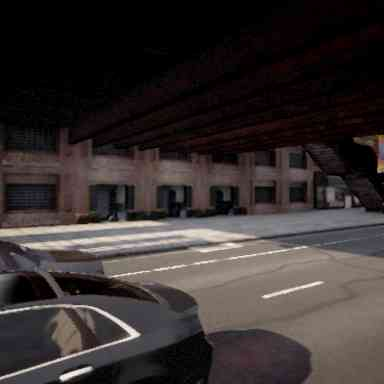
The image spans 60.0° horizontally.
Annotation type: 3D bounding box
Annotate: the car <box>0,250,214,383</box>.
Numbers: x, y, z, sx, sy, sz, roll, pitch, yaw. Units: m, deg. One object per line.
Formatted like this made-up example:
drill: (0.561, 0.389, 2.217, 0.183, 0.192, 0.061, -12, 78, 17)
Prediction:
car: (-2.065, 1.505, 2.503, 4.892, 1.490, 1.837, 0, 0, -35)

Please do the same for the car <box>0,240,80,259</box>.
car: (-4.083, 1.547, 5.368, 5.357, 1.411, 2.033, 0, 0, -35)
